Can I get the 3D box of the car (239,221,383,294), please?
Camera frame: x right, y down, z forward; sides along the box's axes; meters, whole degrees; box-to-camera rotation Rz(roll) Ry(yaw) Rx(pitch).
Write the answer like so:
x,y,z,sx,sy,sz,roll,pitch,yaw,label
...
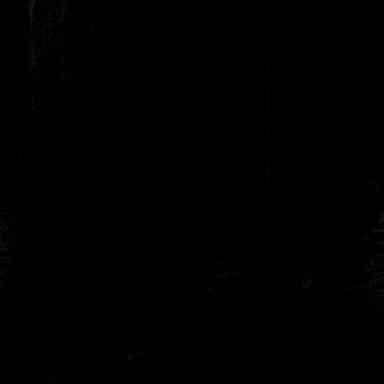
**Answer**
x,y,z,sx,sy,sz,roll,pitch,yaw,label
3.183,1.559,8.802,4.313,1.339,1.947,0,0,-35,car
